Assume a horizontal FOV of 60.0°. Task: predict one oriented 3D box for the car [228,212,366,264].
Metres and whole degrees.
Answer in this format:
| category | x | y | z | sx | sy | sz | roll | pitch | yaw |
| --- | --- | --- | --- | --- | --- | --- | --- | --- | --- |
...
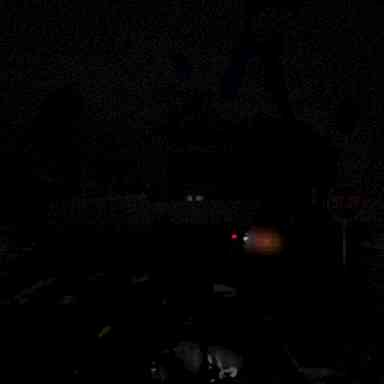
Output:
| category | x | y | z | sx | sy | sz | roll | pitch | yaw |
| --- | --- | --- | --- | --- | --- | --- | --- | --- | --- |
| car | 3.709 | 1.408 | 11.319 | 5.357 | 1.411 | 2.033 | -1 | 1 | -35 |
